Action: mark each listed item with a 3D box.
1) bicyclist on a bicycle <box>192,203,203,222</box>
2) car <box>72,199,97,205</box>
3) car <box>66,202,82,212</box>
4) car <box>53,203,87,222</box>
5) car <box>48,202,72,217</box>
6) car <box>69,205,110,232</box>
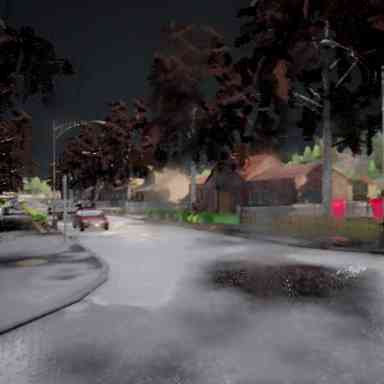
[{"bbox_3d":[0.221,1.711,27.464,1.656,1.620,0.582,0,-1,-28],"label":"bicyclist on a bicycle"},{"bbox_3d":[-14.759,1.978,46.319,2.150,2.045,5.566,0,-1,-27],"label":"car"},{"bbox_3d":[-19.765,2.451,55.539,1.812,1.442,4.674,0,-1,-28],"label":"car"},{"bbox_3d":[-11.806,2.089,32.095,2.033,1.411,5.357,0,-1,-28],"label":"car"},{"bbox_3d":[-16.612,2.197,41.079,2.128,1.511,4.902,0,-1,-28],"label":"car"},{"bbox_3d":[-7.226,1.911,23.580,1.812,1.442,4.674,0,-1,-28],"label":"car"}]
